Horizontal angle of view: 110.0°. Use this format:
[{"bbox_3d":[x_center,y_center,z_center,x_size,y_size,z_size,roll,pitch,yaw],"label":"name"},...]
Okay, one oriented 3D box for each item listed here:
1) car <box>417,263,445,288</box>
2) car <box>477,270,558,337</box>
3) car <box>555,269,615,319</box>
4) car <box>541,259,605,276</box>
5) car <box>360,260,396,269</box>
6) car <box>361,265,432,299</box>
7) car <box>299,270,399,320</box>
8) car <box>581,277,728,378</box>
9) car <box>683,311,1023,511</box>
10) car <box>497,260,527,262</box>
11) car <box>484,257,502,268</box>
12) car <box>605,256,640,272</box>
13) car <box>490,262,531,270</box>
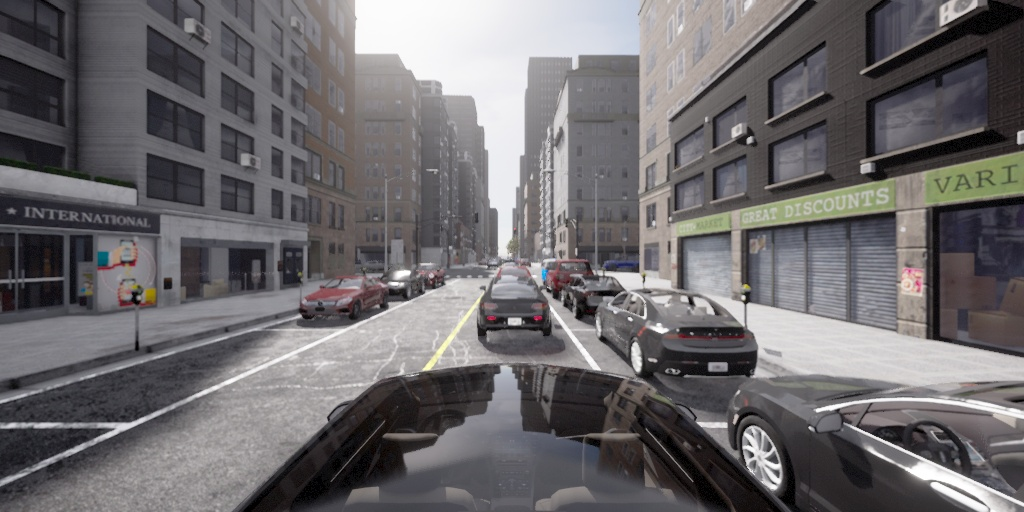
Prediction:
[{"bbox_3d":[-5.671,1.206,23.716,1.967,1.591,4.097,0,0,0],"label":"car"},{"bbox_3d":[0.036,1.282,10.224,1.812,1.442,4.674,0,0,-1],"label":"car"},{"bbox_3d":[2.857,1.324,12.676,1.948,1.339,4.313,0,0,0],"label":"car"},{"bbox_3d":[2.856,1.077,18.200,2.192,1.841,5.009,0,0,0],"label":"car"},{"bbox_3d":[-15.868,1.287,43.659,4.902,1.511,2.128,0,0,0],"label":"car"},{"bbox_3d":[-5.670,1.328,18.191,1.948,1.339,4.313,0,0,0],"label":"car"},{"bbox_3d":[-5.669,1.340,12.666,1.802,1.307,4.207,0,0,0],"label":"car"},{"bbox_3d":[2.858,1.304,7.152,2.007,1.370,4.403,0,0,0],"label":"car"},{"bbox_3d":[2.859,1.300,1.629,2.007,1.370,4.403,0,0,0],"label":"car"},{"bbox_3d":[0.059,1.274,27.906,1.837,1.490,4.892,0,0,2],"label":"car"},{"bbox_3d":[-3.247,1.362,62.242,2.033,1.411,5.357,0,0,-1],"label":"car"},{"bbox_3d":[14.823,0.995,47.260,5.566,2.045,2.150,0,0,1],"label":"car"},{"bbox_3d":[0.095,1.240,17.734,1.882,1.535,5.008,0,0,0],"label":"car"}]
